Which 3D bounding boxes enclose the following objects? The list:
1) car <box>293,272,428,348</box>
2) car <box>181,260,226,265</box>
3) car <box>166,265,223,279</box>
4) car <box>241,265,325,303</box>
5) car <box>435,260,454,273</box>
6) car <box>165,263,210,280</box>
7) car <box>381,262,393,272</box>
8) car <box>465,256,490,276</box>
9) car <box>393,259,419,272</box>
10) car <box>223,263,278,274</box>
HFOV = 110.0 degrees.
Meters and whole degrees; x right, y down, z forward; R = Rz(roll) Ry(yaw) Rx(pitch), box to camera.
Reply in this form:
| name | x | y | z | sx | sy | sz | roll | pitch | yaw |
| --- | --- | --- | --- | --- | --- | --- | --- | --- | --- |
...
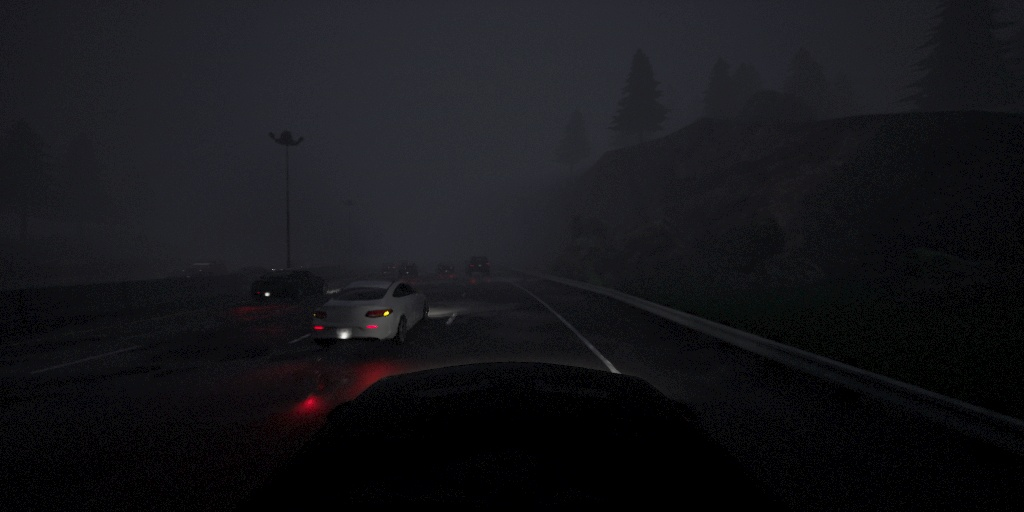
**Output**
| name | x | y | z | sx | sy | sz | roll | pitch | yaw |
| --- | --- | --- | --- | --- | --- | --- | --- | --- | --- |
| car | -3.466 | 1.331 | 9.426 | 1.812 | 1.442 | 4.674 | 0 | 0 | -3 |
| car | -32.959 | 1.491 | 38.633 | 2.150 | 2.045 | 5.566 | -1 | 0 | -15 |
| car | -27.551 | 1.748 | 30.983 | 1.994 | 1.385 | 4.181 | -1 | 0 | -12 |
| car | -11.062 | 1.431 | 18.172 | 1.837 | 1.490 | 4.892 | 0 | 0 | -7 |
| car | -8.532 | 1.495 | 45.076 | 1.895 | 1.301 | 4.718 | -1 | 0 | -17 |
| car | -37.415 | 1.691 | 41.464 | 2.097 | 1.767 | 4.553 | -1 | 0 | -17 |
| car | -17.025 | 1.574 | 49.296 | 2.033 | 1.411 | 5.357 | -1 | 0 | -21 |
| car | -3.743 | 1.041 | 38.385 | 2.150 | 2.045 | 5.566 | -1 | 0 | -12 |
| car | -10.686 | 1.416 | 37.070 | 2.128 | 1.511 | 4.902 | -1 | 0 | -14 |
| car | -24.505 | 1.685 | 33.699 | 2.033 | 1.411 | 5.357 | -1 | 0 | -12 |
